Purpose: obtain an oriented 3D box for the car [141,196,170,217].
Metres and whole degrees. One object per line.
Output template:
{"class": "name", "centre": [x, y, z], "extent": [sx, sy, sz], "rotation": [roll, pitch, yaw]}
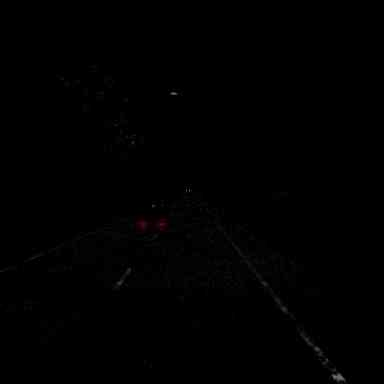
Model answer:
{"class": "car", "centre": [-3.114, 1.189, 29.394], "extent": [2.097, 1.767, 4.553], "rotation": [0, 0, 1]}
